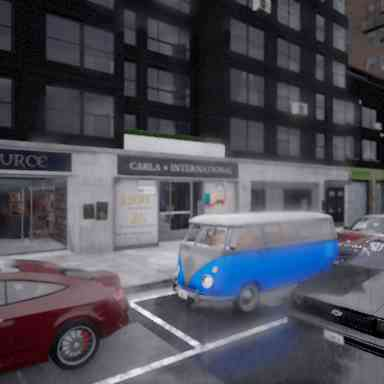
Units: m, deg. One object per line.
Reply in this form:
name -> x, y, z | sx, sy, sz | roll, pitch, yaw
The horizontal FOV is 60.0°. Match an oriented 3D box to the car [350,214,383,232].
car -> 5.917, 1.452, 10.499 | 4.097, 1.590, 1.967 | 0, 0, -36

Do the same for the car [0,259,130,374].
car -> -2.852, 1.582, 4.152 | 4.206, 1.307, 1.802 | 0, 0, -36

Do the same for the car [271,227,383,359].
car -> 4.058, 1.554, 6.022 | 5.357, 1.411, 2.033 | 0, 0, -36

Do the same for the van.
van -> 1.533, 1.347, 7.325 | 3.998, 1.788, 1.690 | 0, 0, -36
